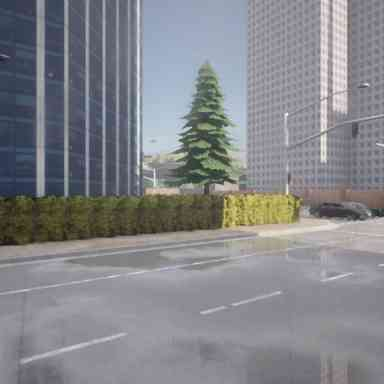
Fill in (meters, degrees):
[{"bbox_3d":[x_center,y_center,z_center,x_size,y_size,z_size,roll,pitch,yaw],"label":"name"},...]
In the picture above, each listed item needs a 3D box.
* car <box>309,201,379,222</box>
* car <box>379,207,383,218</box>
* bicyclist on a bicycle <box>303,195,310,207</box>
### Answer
[{"bbox_3d":[11.886,1.506,26.832,1.837,1.490,4.892,0,0,-35],"label":"car"},{"bbox_3d":[14.660,1.601,29.402,1.895,1.301,4.718,0,0,-40],"label":"car"},{"bbox_3d":[16.302,1.301,47.409,1.656,1.620,0.582,0,0,-35],"label":"bicyclist on a bicycle"}]
